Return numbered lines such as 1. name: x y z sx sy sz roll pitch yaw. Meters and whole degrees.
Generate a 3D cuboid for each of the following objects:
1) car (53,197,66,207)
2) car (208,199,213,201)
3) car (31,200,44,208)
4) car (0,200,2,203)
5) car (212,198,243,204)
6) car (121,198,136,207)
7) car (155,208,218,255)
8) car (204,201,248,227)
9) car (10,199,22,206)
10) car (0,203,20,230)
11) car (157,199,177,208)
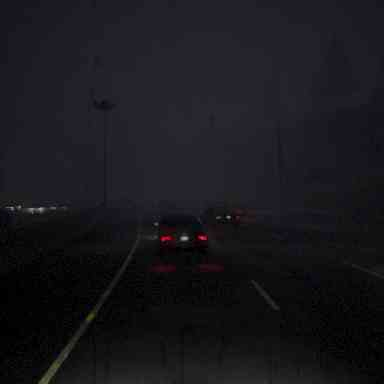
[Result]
1. car: -23.100 1.721 57.995 2.097 1.767 4.553 0 0 -23
2. car: 3.160 1.666 48.200 1.812 1.442 4.674 0 0 -17
3. car: -26.313 1.989 56.715 1.895 1.301 4.718 0 0 -24
4. car: -37.590 1.962 63.586 1.837 1.490 4.892 0 0 -29
5. car: 3.739 1.558 31.847 1.882 1.535 5.008 0 0 -11
6. car: -10.820 1.763 56.210 2.128 1.511 4.902 0 0 -22
7. car: -0.503 1.598 13.529 2.033 1.411 5.357 0 0 -6
8. car: 1.862 1.611 22.801 2.033 1.411 5.357 0 0 -9
9. car: -32.718 2.000 61.908 1.994 1.385 4.181 0 0 -27
10. car: -12.024 1.632 19.155 1.882 1.535 5.008 0 0 -8
11. car: -3.508 1.660 46.038 1.882 1.535 5.008 0 0 -17
